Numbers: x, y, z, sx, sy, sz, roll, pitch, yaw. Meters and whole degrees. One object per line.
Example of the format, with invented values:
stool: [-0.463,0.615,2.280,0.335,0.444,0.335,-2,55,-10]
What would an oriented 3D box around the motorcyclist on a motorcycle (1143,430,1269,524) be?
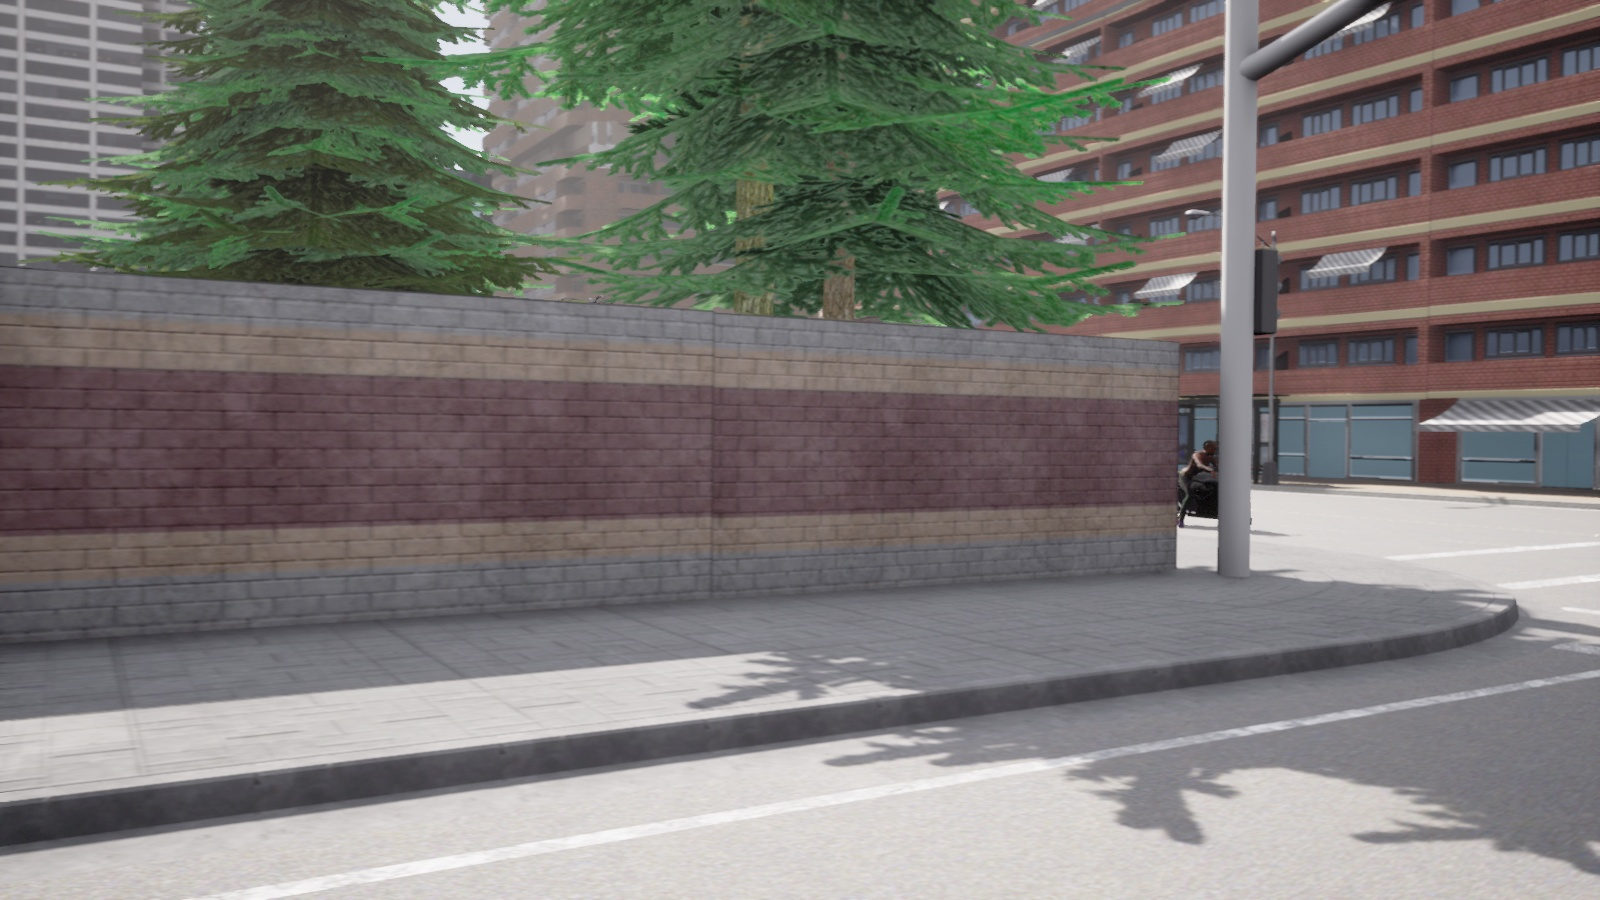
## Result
motorcyclist on a motorcycle: [6.945,0.430,21.595,0.797,1.523,2.044,-1,1,-30]
